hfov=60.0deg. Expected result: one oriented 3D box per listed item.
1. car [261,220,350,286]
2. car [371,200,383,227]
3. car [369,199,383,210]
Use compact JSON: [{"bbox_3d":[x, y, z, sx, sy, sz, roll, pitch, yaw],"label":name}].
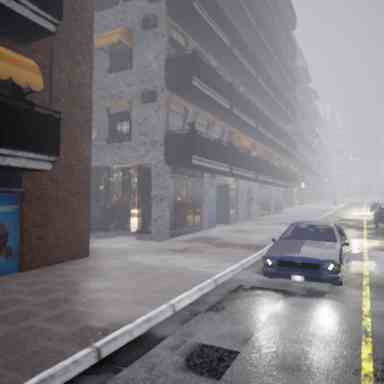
[{"bbox_3d":[3.629,1.570,9.902,2.033,1.411,5.357,0,0,28],"label":"car"},{"bbox_3d":[13.392,1.527,22.547,1.837,1.490,4.892,0,0,28],"label":"car"},{"bbox_3d":[21.196,1.536,37.518,2.128,1.511,4.902,0,0,27],"label":"car"}]
